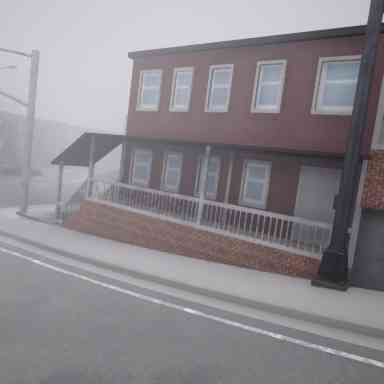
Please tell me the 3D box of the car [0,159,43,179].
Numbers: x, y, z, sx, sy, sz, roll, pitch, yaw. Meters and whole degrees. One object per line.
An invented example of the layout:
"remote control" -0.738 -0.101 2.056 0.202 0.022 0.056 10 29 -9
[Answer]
"car" -17.445 -2.146 32.500 2.033 1.411 5.357 11 6 37

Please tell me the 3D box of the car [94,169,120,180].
"car" -10.358 -2.180 42.316 1.837 1.490 4.892 11 6 35
